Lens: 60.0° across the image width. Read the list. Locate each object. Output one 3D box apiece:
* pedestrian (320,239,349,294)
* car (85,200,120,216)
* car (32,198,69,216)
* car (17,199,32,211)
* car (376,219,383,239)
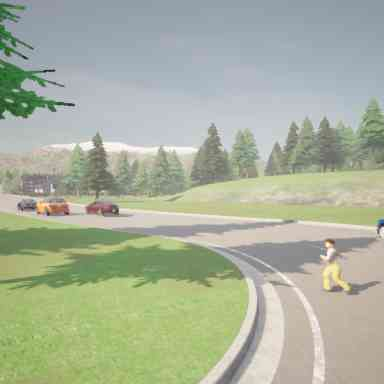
[{"bbox_3d":[3.129,1.574,7.314,0.375,1.300,0.375,0,0,6],"label":"pedestrian"},{"bbox_3d":[-8.706,1.526,32.198,1.812,1.442,4.674,0,0,-42],"label":"car"},{"bbox_3d":[-13.891,1.352,32.978,2.097,1.767,4.553,0,0,-40],"label":"car"},{"bbox_3d":[-19.924,1.547,40.348,2.033,1.411,5.357,0,0,-34],"label":"car"},{"bbox_3d":[10.280,1.477,14.188,1.882,1.535,5.008,1,0,-14],"label":"car"}]
